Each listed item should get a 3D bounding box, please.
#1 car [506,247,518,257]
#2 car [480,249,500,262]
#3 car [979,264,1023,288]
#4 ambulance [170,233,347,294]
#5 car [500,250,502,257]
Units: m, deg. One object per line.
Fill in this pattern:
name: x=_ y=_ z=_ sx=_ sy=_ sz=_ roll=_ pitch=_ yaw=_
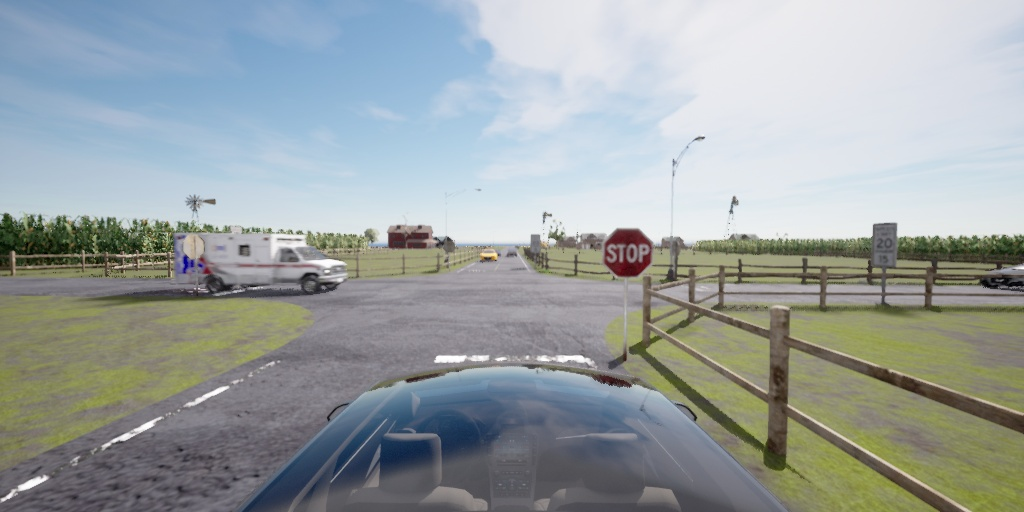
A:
car: x=0.004 y=-0.572 z=62.247 sx=2.033 sy=1.411 sz=5.357 roll=0 pitch=2 yaw=0
car: x=-2.825 y=-0.081 z=44.124 sx=1.882 sy=1.535 sz=5.008 roll=0 pitch=2 yaw=0
car: x=26.423 y=1.045 z=17.930 sx=4.181 sy=1.385 sz=1.994 roll=1 pitch=2 yaw=1
ambulance: x=-10.573 y=0.294 z=15.415 sx=6.366 sy=2.431 sz=2.351 roll=1 pitch=2 yaw=1
car: x=-2.779 y=-0.533 z=61.517 sx=1.994 sy=1.385 sz=4.181 roll=0 pitch=2 yaw=1
